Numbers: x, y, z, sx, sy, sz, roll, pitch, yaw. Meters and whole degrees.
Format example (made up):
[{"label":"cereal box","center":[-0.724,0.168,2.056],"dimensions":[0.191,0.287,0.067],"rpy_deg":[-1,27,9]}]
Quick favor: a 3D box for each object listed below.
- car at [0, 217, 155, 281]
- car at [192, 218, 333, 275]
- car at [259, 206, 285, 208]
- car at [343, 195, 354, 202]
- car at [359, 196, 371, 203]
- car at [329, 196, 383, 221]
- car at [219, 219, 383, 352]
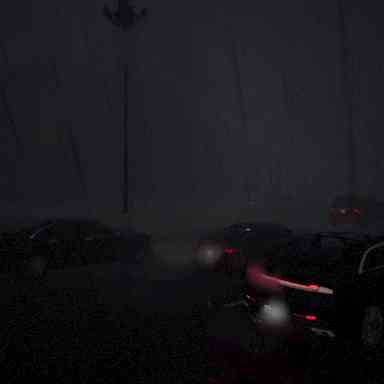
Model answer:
[{"label":"car","center":[-3.437,1.523,10.040],"dimensions":[4.892,1.490,1.837],"rpy_deg":[0,0,-36]},{"label":"car","center":[2.044,1.580,9.841],"dimensions":[4.181,1.385,1.994],"rpy_deg":[0,0,-38]},{"label":"car","center":[11.227,1.287,42.210],"dimensions":[2.150,2.045,5.566],"rpy_deg":[0,0,43]},{"label":"car","center":[35.979,1.432,76.361],"dimensions":[2.033,1.411,5.357],"rpy_deg":[0,0,29]},{"label":"car","center":[37.544,1.597,71.981],"dimensions":[1.994,1.385,4.181],"rpy_deg":[0,0,31]},{"label":"car","center":[11.211,1.255,22.171],"dimensions":[5.566,2.045,2.150],"rpy_deg":[0,0,-43]},{"label":"car","center":[3.091,1.501,6.226],"dimensions":[4.902,1.511,2.128],"rpy_deg":[0,0,-38]}]
